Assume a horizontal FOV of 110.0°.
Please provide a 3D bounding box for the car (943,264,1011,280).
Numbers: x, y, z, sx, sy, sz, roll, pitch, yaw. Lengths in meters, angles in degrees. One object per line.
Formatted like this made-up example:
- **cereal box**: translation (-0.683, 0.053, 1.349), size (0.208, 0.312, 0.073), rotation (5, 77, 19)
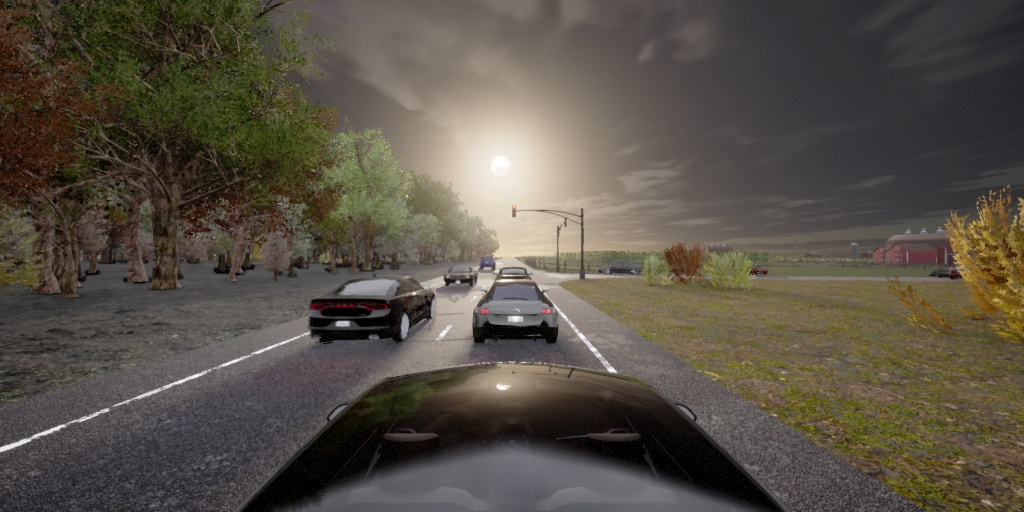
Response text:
- **car**: translation (48.806, 1.633, 37.413), size (4.553, 1.767, 2.097), rotation (1, -1, 0)

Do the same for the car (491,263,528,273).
- **car**: translation (0.059, 1.259, 18.565), size (1.837, 1.490, 4.892), rotation (0, 0, 0)

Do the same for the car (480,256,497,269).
- **car**: translation (-3.543, 0.978, 53.330), size (2.150, 2.045, 5.566), rotation (0, 0, 0)

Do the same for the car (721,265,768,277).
- **car**: translation (26.414, 1.697, 41.047), size (4.718, 1.301, 1.895), rotation (1, -1, 0)

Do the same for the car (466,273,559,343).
- **car**: translation (0.076, 1.316, 9.665), size (1.994, 1.385, 4.181), rotation (0, 0, 0)

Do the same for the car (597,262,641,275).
- **car**: translation (12.339, 1.452, 41.346), size (4.892, 1.490, 1.837), rotation (1, -1, 4)

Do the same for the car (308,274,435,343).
- **car**: translation (-3.420, 1.229, 9.720), size (1.882, 1.535, 5.008), rotation (0, 0, 0)

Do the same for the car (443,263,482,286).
- **car**: translation (-3.463, 1.356, 25.135), size (1.895, 1.301, 4.718), rotation (0, 0, 0)
